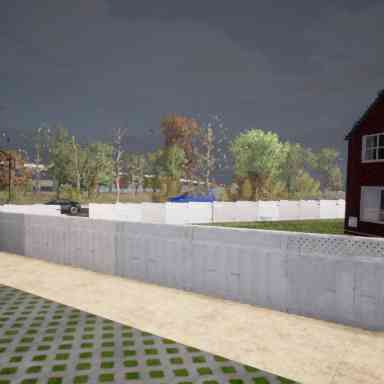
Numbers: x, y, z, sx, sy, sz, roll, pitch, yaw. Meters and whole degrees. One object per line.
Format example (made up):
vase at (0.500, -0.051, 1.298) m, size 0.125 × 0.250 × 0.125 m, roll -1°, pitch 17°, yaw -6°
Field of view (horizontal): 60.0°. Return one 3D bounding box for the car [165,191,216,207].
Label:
car at (-0.086, 0.887, 36.189) m, size 5.566 × 2.045 × 2.150 m, roll 0°, pitch 2°, yaw -18°

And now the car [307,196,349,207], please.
car at (17.134, 1.171, 41.889) m, size 4.718 × 1.301 × 1.895 m, roll 0°, pitch 2°, yaw -18°

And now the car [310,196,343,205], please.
car at (13.930, 1.310, 33.830) m, size 4.902 × 1.511 × 2.128 m, roll 0°, pitch 2°, yaw -18°

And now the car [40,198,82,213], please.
car at (-12.809, 1.324, 31.945) m, size 4.181 × 1.385 × 1.994 m, roll 0°, pitch 2°, yaw -18°
